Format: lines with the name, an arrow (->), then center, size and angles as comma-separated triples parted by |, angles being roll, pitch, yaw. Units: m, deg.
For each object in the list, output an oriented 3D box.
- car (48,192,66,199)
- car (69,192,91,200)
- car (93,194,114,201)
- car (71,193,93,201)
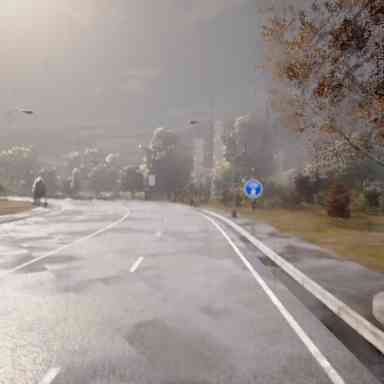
car -> -29.875, 0.837, 73.473 | 4.674, 1.442, 1.812 | 1, 0, 33
car -> -25.011, 0.865, 74.318 | 4.902, 1.511, 2.128 | 1, 0, 33
car -> -17.625, 1.058, 67.565 | 4.674, 1.442, 1.812 | 1, 0, 43
car -> -21.723, 1.019, 66.731 | 5.357, 1.411, 2.033 | 1, 0, 43
